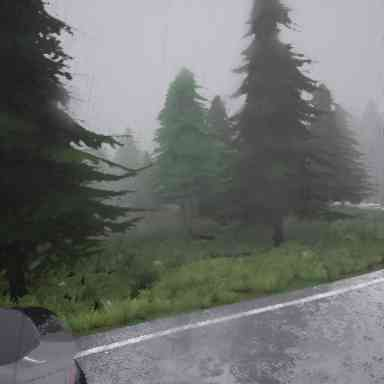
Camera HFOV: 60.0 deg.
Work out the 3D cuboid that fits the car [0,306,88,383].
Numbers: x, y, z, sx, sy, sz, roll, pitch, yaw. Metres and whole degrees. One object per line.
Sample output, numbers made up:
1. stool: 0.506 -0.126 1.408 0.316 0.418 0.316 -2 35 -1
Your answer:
1. car: -2.930 1.470 1.363 4.902 1.511 2.128 -1 1 -37
